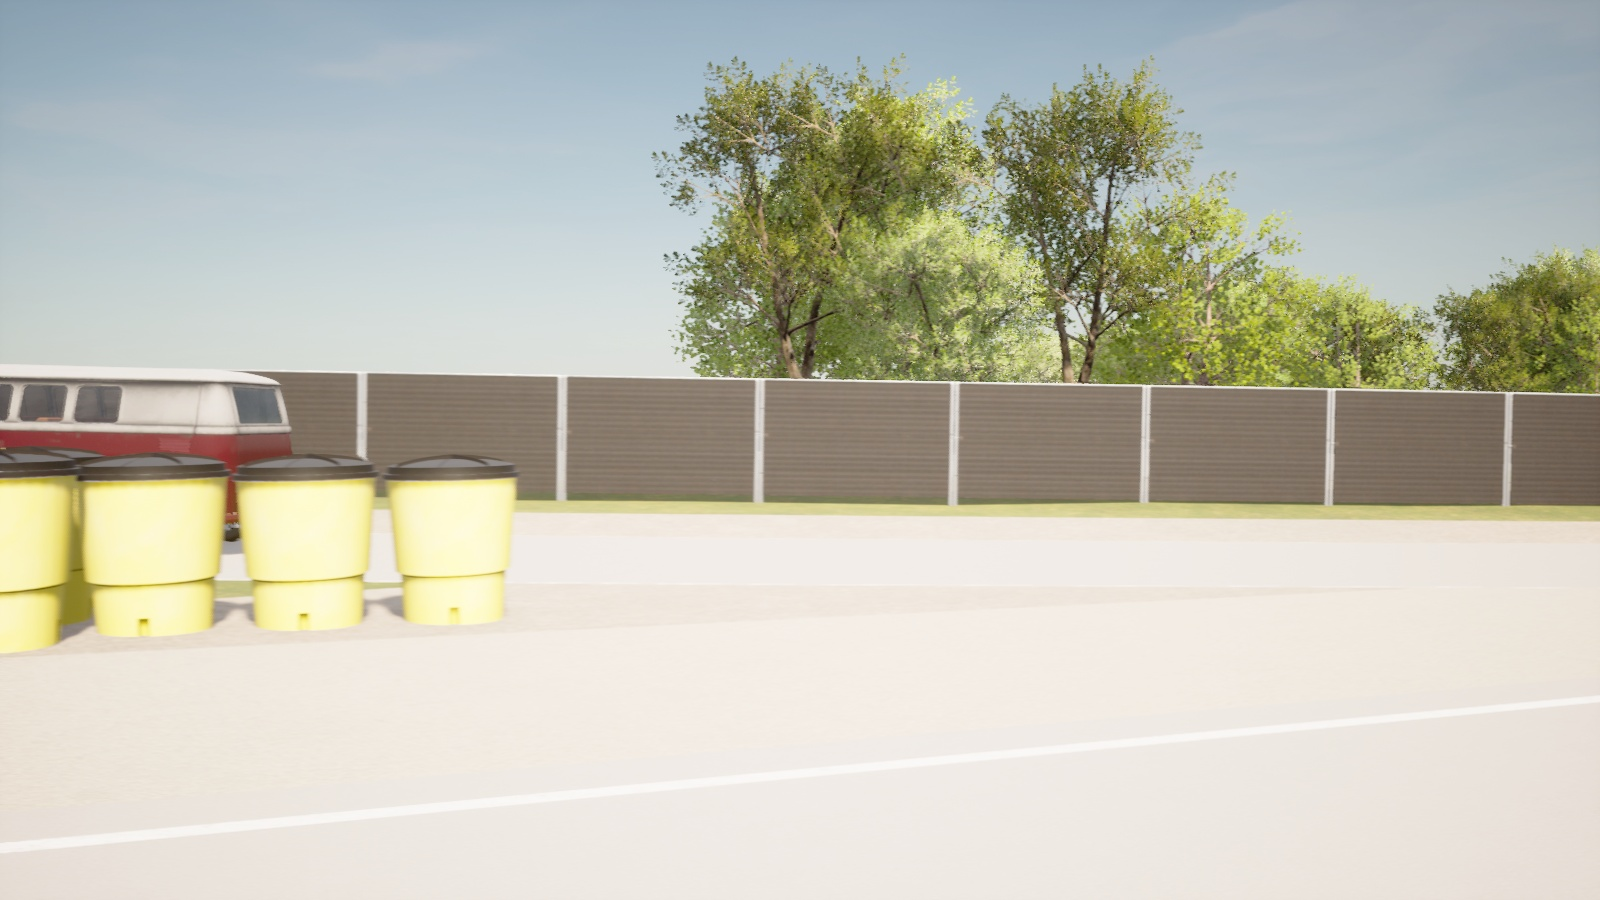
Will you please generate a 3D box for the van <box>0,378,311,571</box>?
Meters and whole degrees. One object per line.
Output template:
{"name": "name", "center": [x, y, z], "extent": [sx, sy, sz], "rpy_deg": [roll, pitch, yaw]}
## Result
{"name": "van", "center": [-7.961, 0.233, 13.821], "extent": [4.442, 1.987, 1.775], "rpy_deg": [0, 1, 1]}
